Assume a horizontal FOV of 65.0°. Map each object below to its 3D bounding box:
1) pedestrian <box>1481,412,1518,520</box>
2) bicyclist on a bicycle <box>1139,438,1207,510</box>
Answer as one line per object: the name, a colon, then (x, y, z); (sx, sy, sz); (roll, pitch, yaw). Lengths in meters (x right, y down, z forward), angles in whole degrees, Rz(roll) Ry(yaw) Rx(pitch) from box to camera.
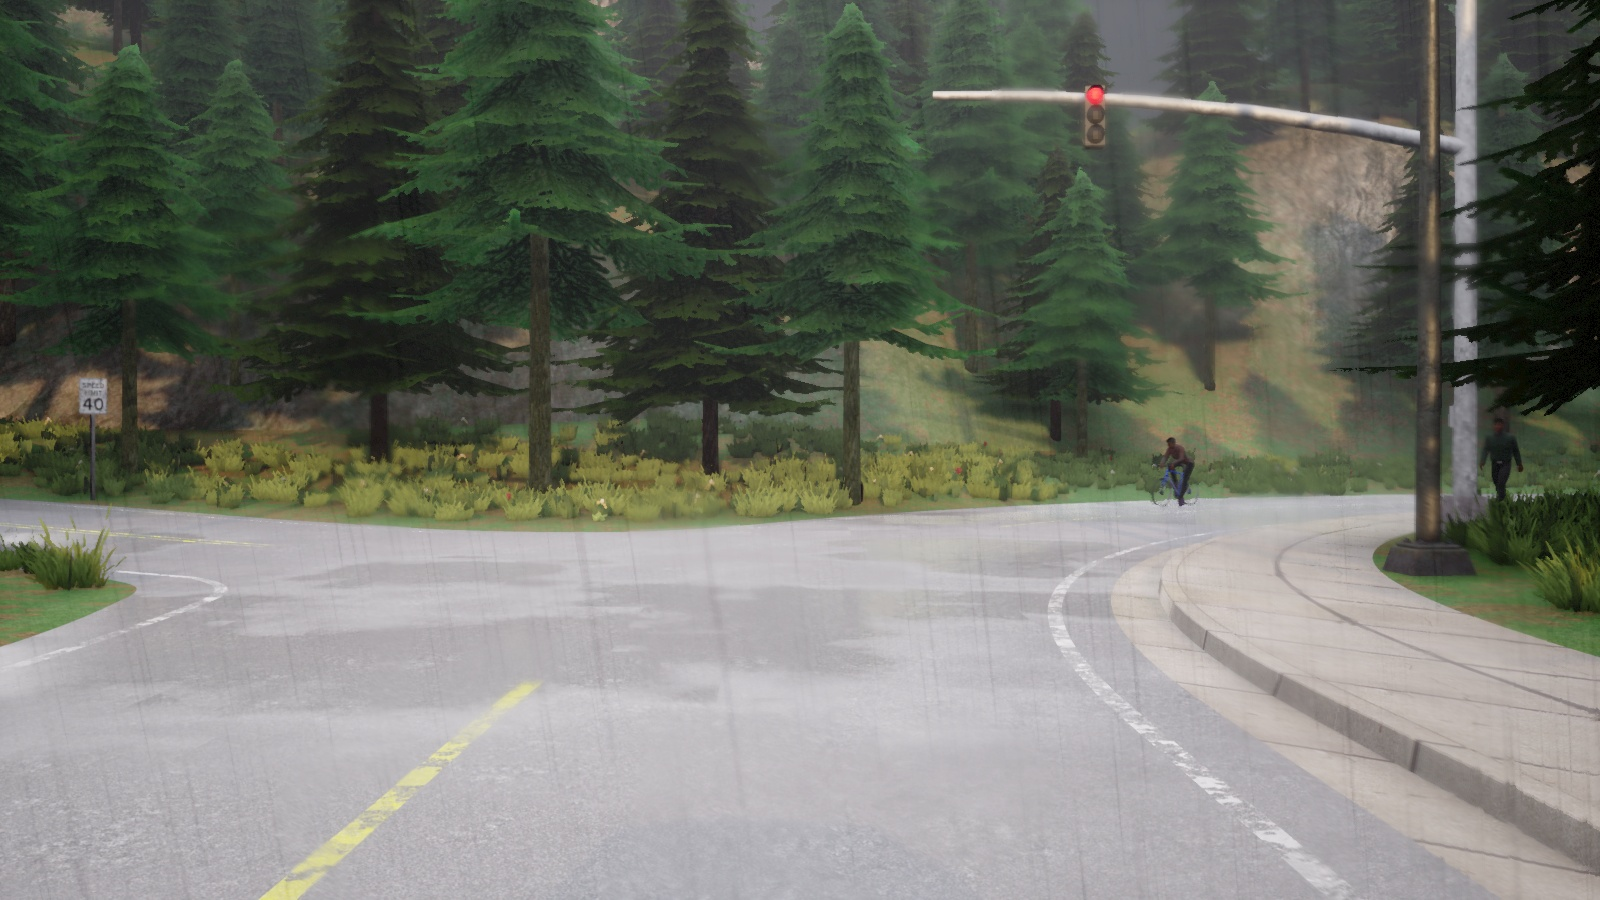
pedestrian: (12.965, 0.288, 23.266); (0.423, 1.949, 0.788); (0, 0, 43)
bicyclist on a bicycle: (8.723, 0.541, 29.370); (1.656, 1.620, 0.582); (-1, 1, -33)
